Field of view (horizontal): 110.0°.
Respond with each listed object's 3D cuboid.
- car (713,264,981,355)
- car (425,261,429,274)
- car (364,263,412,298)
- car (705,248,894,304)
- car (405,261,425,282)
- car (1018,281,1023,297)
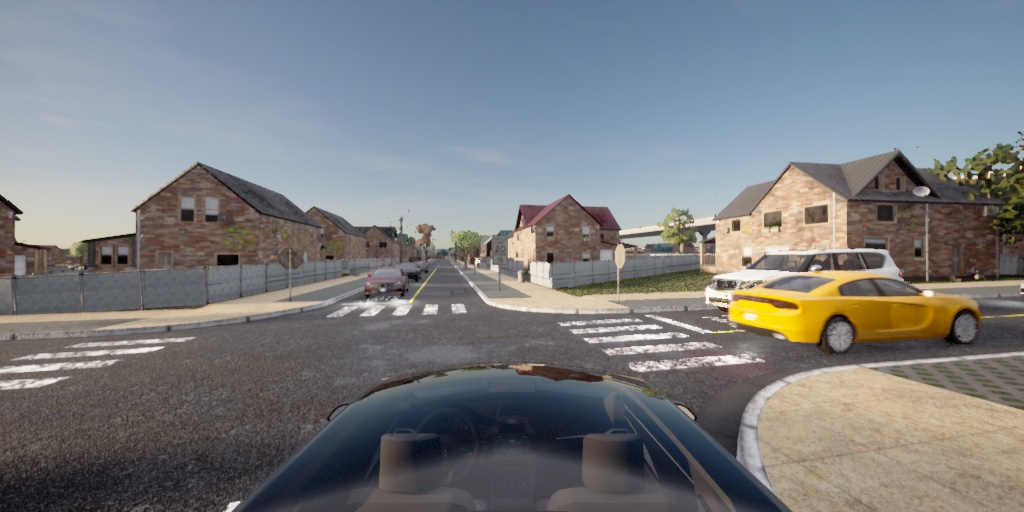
[{"bbox_3d":[7.393,1.078,7.866,5.008,1.535,1.882,-1,0,-9],"label":"car"},{"bbox_3d":[-10.828,1.290,42.241,2.128,1.511,4.902,0,0,-10],"label":"car"},{"bbox_3d":[-6.445,1.297,18.754,1.812,1.442,4.674,0,0,-13],"label":"car"},{"bbox_3d":[8.879,0.806,10.979,5.566,2.045,2.150,-1,0,-10],"label":"car"},{"bbox_3d":[-8.465,1.261,29.330,1.882,1.535,5.008,0,0,-10],"label":"car"},{"bbox_3d":[21.328,0.922,13.035,4.674,1.442,1.812,-1,0,-9],"label":"car"}]
